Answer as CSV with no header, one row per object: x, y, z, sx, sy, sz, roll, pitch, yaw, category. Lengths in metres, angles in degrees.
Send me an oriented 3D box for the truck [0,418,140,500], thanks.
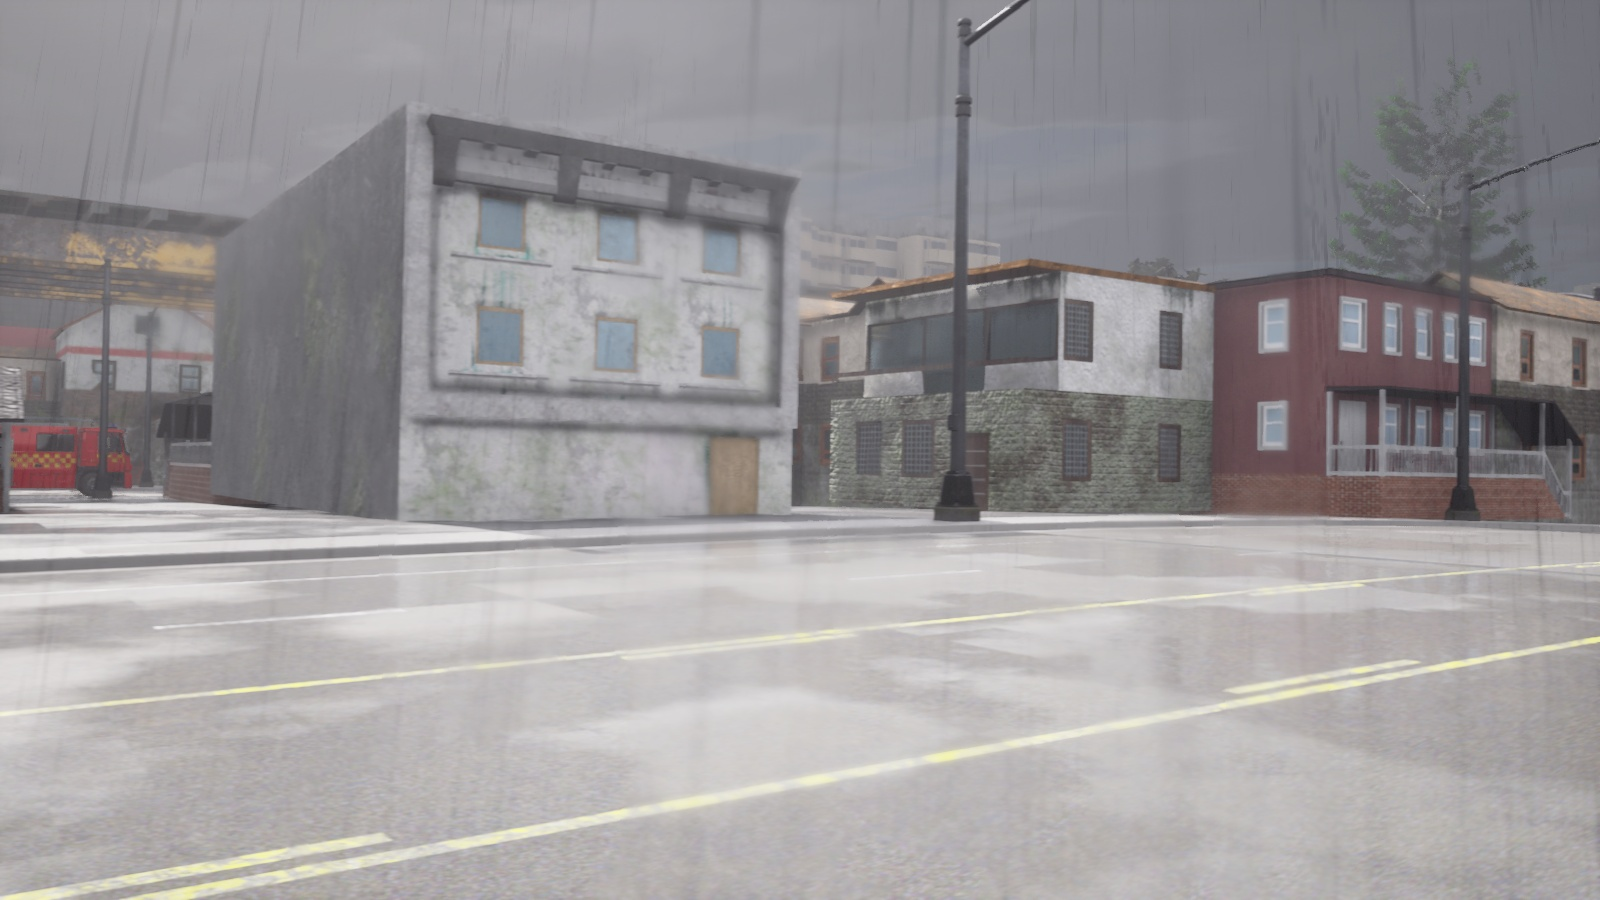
-36.890,0.457,60.732,8.468,3.827,2.891,1,-1,-35,truck
